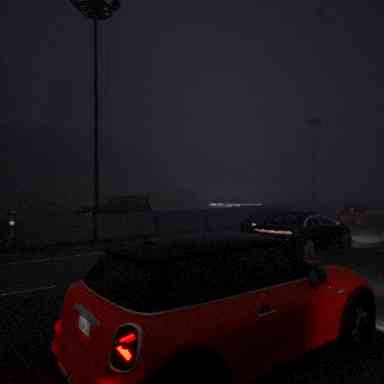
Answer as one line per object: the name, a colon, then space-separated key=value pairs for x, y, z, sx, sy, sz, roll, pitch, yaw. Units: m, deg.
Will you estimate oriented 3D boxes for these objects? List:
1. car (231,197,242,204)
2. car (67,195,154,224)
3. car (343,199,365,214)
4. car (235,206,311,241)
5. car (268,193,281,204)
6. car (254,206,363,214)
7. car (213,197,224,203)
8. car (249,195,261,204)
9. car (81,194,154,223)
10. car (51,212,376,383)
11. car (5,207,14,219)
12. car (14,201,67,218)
car: x=8.328 y=1.523 z=62.291 sx=1.895 sy=1.301 sz=4.718 roll=0 pitch=0 yaw=10
car: x=-5.213 y=1.240 z=22.785 sx=5.566 sy=2.045 sz=2.150 roll=0 pitch=0 yaw=-44
car: x=16.376 y=1.418 z=33.572 sx=1.812 sy=1.442 sz=4.674 roll=0 pitch=0 yaw=30
car: x=4.339 y=1.532 z=17.379 sx=1.994 sy=1.385 sz=4.181 roll=0 pitch=0 yaw=45
car: x=14.794 y=1.365 z=59.540 sx=1.882 sy=1.535 sz=5.008 roll=0 pitch=0 yaw=12
car: x=4.158 y=1.463 z=12.268 sx=4.902 sy=1.511 sz=2.128 roll=0 pitch=0 yaw=-43
car: x=5.233 y=1.539 z=65.522 sx=1.895 sy=1.301 sz=4.718 roll=0 pitch=0 yaw=7
car: x=11.980 y=1.379 z=63.407 sx=1.882 sy=1.535 sz=5.008 roll=0 pitch=0 yaw=9
car: x=-5.894 y=1.242 z=27.029 sx=2.150 sy=2.045 sz=5.566 roll=0 pitch=0 yaw=43
car: x=0.611 y=1.348 z=4.621 sx=4.553 sy=1.767 sz=2.097 roll=0 pitch=0 yaw=-37
car: x=-13.607 y=1.540 z=29.303 sx=5.008 sy=1.535 sz=1.882 roll=0 pitch=0 yaw=-43
car: x=-11.454 y=1.616 z=26.576 sx=4.181 sy=1.385 sz=1.994 roll=0 pitch=0 yaw=-43
